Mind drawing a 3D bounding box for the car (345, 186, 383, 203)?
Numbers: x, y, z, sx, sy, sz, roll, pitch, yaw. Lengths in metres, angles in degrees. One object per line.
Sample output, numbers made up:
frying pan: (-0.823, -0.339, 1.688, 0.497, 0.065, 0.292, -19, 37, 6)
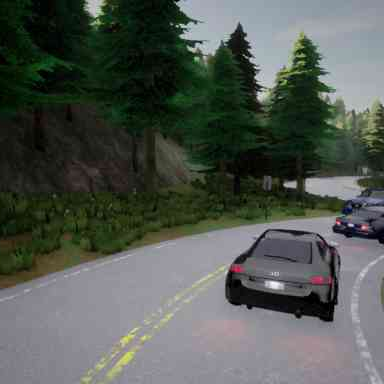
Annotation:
car: (11.907, 0.723, 20.871, 5.566, 2.045, 2.150, -2, 5, -31)

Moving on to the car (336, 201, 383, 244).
car: (8.624, 1.372, 14.988, 5.357, 1.411, 2.033, -1, 5, -33)

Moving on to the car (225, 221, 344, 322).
car: (2.227, 1.531, 7.475, 1.994, 1.385, 4.181, 2, 2, 24)
